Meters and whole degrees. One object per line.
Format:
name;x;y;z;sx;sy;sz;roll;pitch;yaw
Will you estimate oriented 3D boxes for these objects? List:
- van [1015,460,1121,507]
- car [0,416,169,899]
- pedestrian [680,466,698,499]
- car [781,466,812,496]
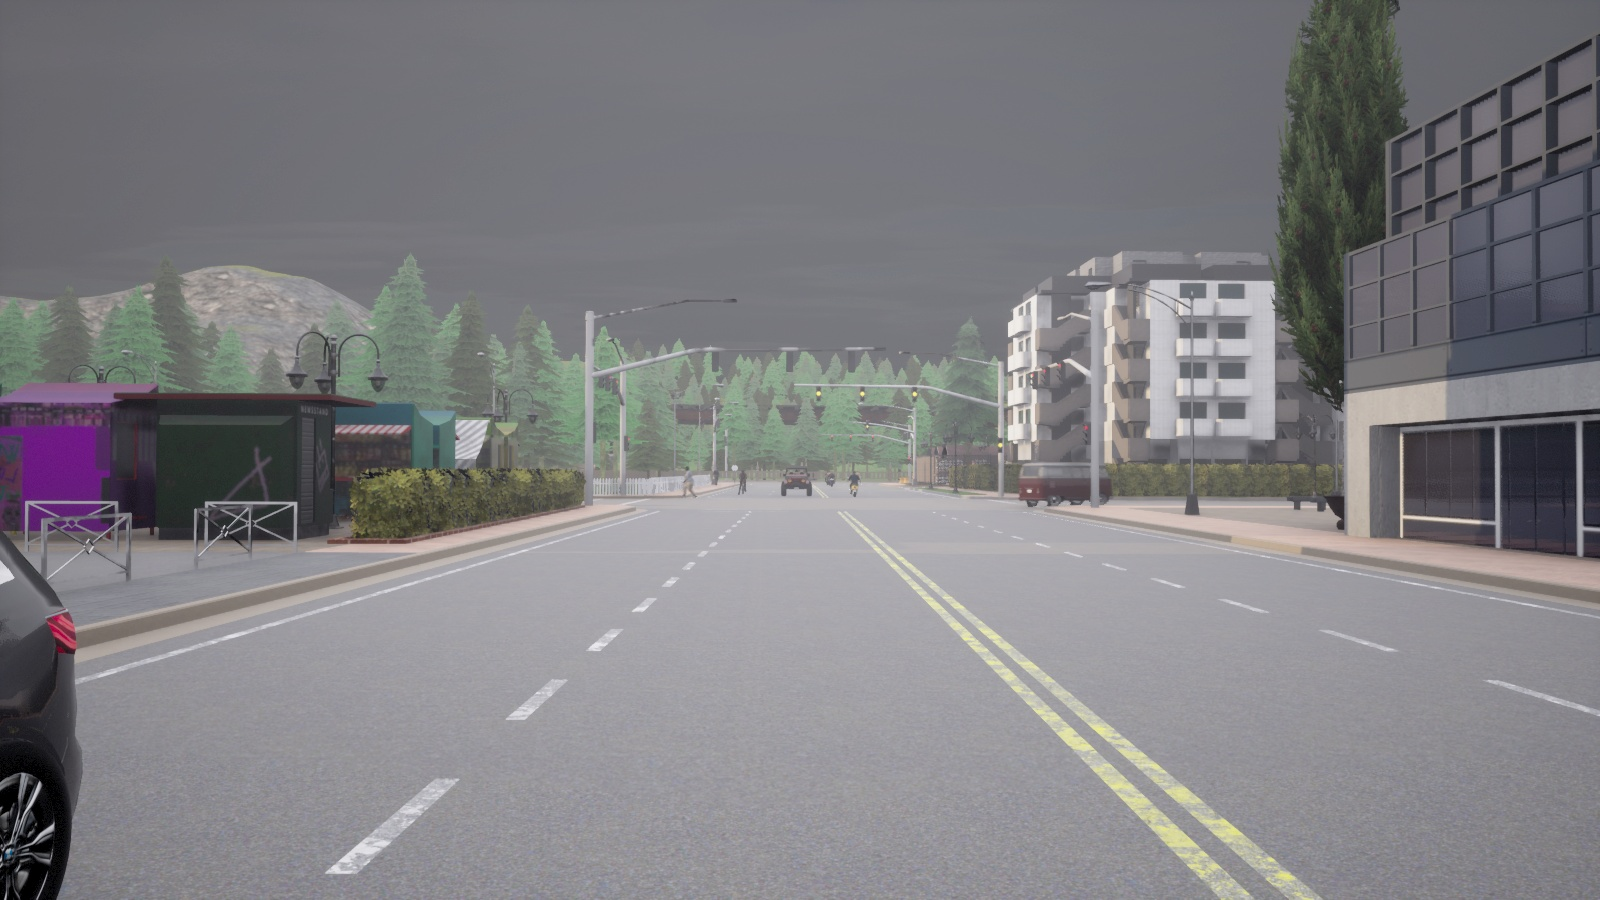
van;11.837;1.448;55.396;4.442;1.987;1.775;0;-1;-28
car;-3.507;0.714;2.453;2.242;1.667;4.611;0;-1;0
pedestrian;-6.285;1.829;71.087;0.900;1.855;0.874;0;-1;1
car;-0.200;1.930;78.718;1.905;1.878;3.866;0;-1;0
